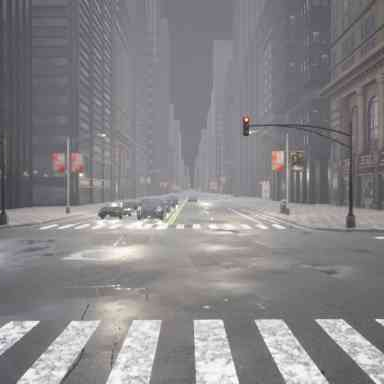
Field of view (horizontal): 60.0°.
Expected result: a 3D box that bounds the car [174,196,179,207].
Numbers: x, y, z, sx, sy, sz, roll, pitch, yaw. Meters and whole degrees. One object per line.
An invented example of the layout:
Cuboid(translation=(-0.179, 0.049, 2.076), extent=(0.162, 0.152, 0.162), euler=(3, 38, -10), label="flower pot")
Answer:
Cuboid(translation=(-3.319, 1.531, 47.371), extent=(1.994, 1.385, 4.181), euler=(0, 0, 0), label="car")

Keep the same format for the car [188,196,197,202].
Cuboid(translation=(0.138, 1.469, 70.256), extent=(2.033, 1.411, 5.357), euler=(0, 0, 0), label="car")

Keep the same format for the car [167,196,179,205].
Cuboid(translation=(-3.273, 1.455, 57.745), extent=(1.837, 1.490, 4.892), euler=(0, 0, 0), label="car")

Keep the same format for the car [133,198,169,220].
Cuboid(translation=(-3.327, 1.337, 27.998), extent=(2.097, 1.767, 4.553), euler=(0, 0, 0), label="car")

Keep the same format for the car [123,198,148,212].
Cuboid(translation=(-6.567, 1.523, 39.355), extent=(2.033, 1.411, 5.357), euler=(0, 0, 0), label="car")

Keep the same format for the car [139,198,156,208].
Cuboid(translation=(-6.565, 1.565, 49.441), extent=(1.895, 1.301, 4.718), euler=(0, 0, 0), label="car")

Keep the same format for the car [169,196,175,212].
Cuboid(translation=(-3.320, 1.524, 37.472), extent=(2.033, 1.411, 5.357), euler=(0, 0, 0), label="car")

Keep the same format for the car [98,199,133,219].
Cuboid(translation=(-6.551, 1.531, 29.257), extent=(2.033, 1.411, 5.357), euler=(0, 0, 4), label="car")
